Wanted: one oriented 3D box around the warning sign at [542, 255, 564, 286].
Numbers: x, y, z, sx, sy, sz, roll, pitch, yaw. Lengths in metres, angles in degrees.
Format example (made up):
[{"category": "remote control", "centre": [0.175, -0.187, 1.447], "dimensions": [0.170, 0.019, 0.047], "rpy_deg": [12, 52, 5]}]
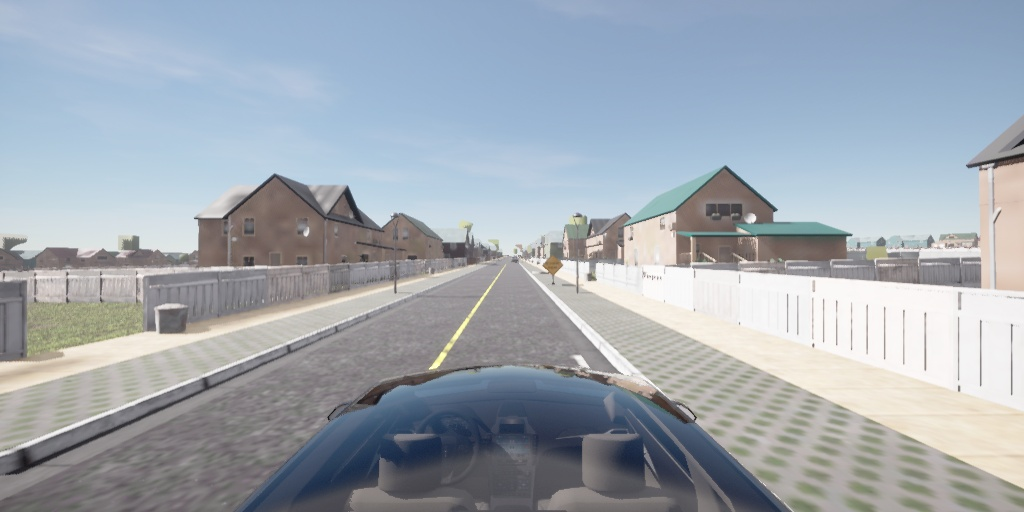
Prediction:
[{"category": "warning sign", "centre": [2.517, 0.854, 21.860], "dimensions": [1.300, 1.860, 1.060], "rpy_deg": [0, 0, 0]}]
